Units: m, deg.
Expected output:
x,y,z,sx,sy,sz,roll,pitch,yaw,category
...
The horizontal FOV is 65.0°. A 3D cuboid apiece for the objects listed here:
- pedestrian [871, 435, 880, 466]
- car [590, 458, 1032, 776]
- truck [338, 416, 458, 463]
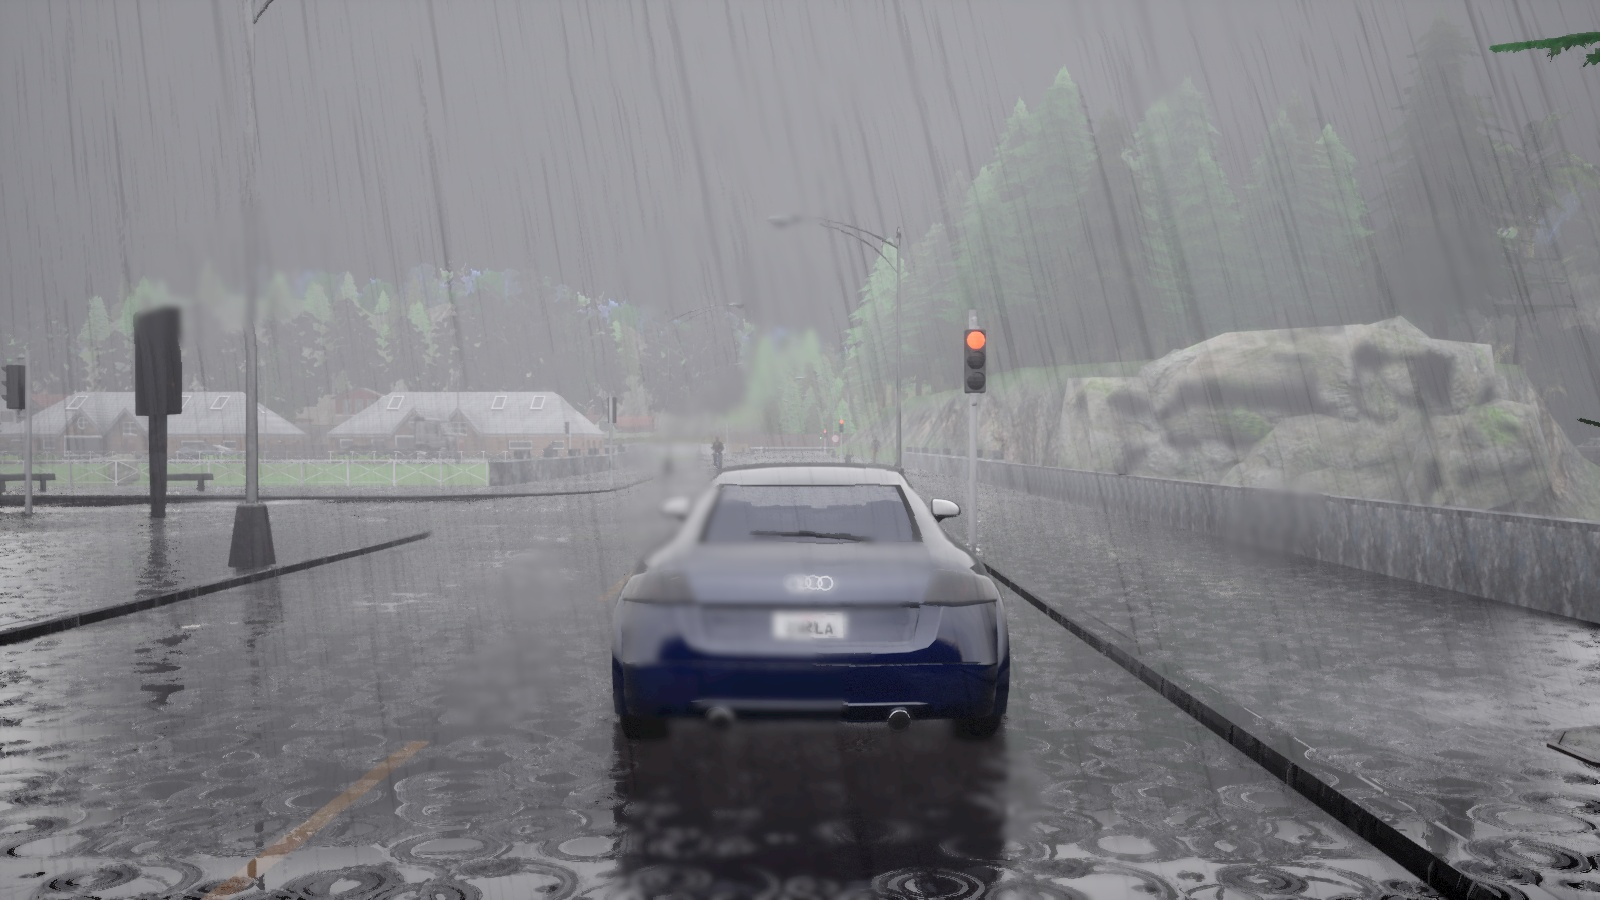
x,y,z,sx,sy,sz,roll,pitch,yaw,category
4.461,0.041,74.268,0.540,1.848,0.694,0,0,1,pedestrian
0.066,0.767,7.763,1.994,1.385,4.181,0,0,1,car
-29.763,-0.785,93.146,7.936,3.462,2.891,0,0,0,truck
